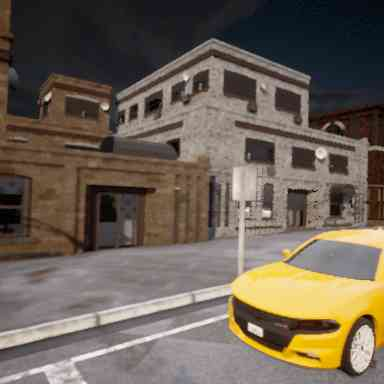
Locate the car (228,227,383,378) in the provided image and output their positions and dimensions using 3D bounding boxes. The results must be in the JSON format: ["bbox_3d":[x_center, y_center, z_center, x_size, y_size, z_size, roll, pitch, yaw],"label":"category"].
[{"bbox_3d":[2.828,1.435,5.698,5.008,1.535,1.882,-1,2,-36],"label":"car"}]
